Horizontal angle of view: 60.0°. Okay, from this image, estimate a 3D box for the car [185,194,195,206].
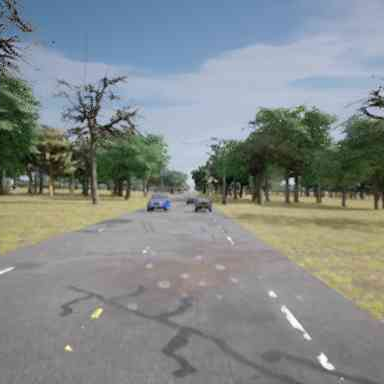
[{"bbox_3d":[0.008,1.393,53.991,1.837,1.490,4.892,0,0,0],"label":"car"}]

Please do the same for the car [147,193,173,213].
[{"bbox_3d":[-3.587,1.137,36.469,2.150,2.045,5.566,0,0,1],"label":"car"}]

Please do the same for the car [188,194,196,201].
[{"bbox_3d":[0.011,1.232,71.184,1.812,1.442,4.674,0,0,0],"label":"car"}]

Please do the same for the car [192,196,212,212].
[{"bbox_3d":[1.230,1.422,36.994,1.837,1.490,4.892,0,0,0],"label":"car"}]

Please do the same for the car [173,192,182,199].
[{"bbox_3d":[-3.488,1.071,77.754,2.150,2.045,5.566,0,0,0],"label":"car"}]
